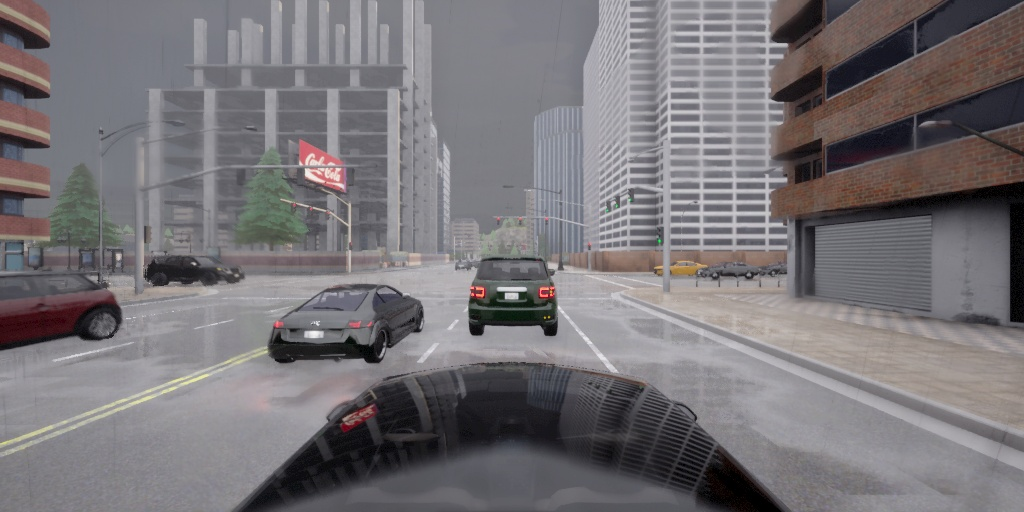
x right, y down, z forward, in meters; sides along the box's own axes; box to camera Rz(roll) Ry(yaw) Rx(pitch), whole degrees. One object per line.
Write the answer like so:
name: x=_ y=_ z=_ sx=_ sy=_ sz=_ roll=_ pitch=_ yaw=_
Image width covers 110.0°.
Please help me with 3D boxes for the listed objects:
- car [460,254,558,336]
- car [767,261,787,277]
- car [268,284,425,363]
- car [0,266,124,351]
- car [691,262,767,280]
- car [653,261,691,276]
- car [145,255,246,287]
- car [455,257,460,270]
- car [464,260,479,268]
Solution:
car: x=0.099 y=0.971 z=10.537 sx=2.150 sy=2.045 sz=5.566 roll=0 pitch=0 yaw=2
car: x=26.230 y=1.241 z=34.736 sx=4.902 sy=1.511 sz=2.128 roll=0 pitch=0 yaw=0
car: x=-3.377 y=1.314 z=8.149 sx=1.994 sy=1.385 sz=4.181 roll=0 pitch=0 yaw=0
car: x=-10.606 y=1.102 z=6.809 sx=2.097 sy=1.767 sz=4.553 roll=0 pitch=0 yaw=0
car: x=18.772 y=1.241 z=31.245 sx=4.902 sy=1.511 sz=2.128 roll=0 pitch=0 yaw=0
car: x=16.294 y=1.228 z=34.746 sx=5.008 sy=1.535 sz=1.882 roll=0 pitch=0 yaw=0
car: x=-21.047 y=0.971 z=23.938 sx=5.566 sy=2.045 sz=2.150 roll=0 pitch=0 yaw=2
car: x=-6.838 y=1.241 z=50.685 sx=2.128 sy=1.511 sz=4.902 roll=0 pitch=0 yaw=0
car: x=-6.771 y=1.314 z=59.795 sx=1.994 sy=1.385 sz=4.181 roll=0 pitch=0 yaw=1
